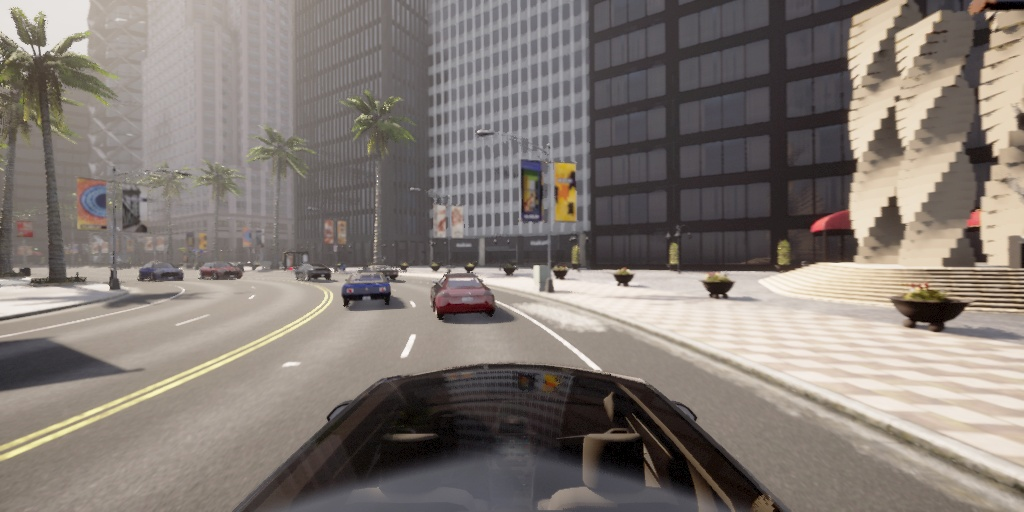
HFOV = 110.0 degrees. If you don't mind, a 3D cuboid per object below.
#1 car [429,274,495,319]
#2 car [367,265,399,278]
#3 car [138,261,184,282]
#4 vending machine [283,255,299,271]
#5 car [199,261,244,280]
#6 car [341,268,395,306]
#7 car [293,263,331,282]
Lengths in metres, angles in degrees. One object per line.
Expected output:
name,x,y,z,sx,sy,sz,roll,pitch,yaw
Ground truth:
car,-1.935,1.329,13.185,1.994,1.385,4.181,0,0,-16
car,-11.480,1.447,30.494,1.895,1.301,4.718,0,0,-41
car,-32.120,1.377,32.831,4.553,1.767,2.097,0,0,30
vending machine,-33.422,1.230,54.223,0.880,2.100,1.100,0,0,30
car,-27.976,1.341,34.477,4.553,1.767,2.097,0,0,30
car,-6.642,1.407,16.437,1.895,1.301,4.718,0,0,-22
car,-17.668,1.405,31.644,4.892,1.490,1.837,0,-1,42
